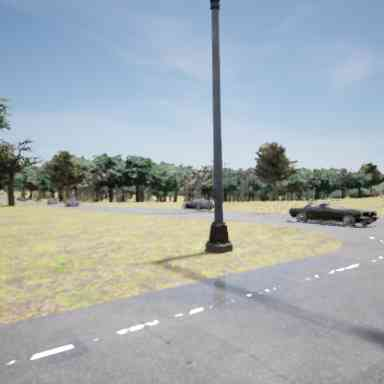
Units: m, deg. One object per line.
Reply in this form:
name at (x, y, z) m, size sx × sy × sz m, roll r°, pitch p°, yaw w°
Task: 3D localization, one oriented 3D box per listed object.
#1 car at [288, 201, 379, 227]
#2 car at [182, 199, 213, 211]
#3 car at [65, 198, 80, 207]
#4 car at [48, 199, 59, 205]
car at (8.087, 1.212, 19.313) m, size 1.895 × 1.301 × 4.718 m, roll 0°, pitch 0°, yaw -36°
car at (0.644, 1.639, 41.723) m, size 2.128 × 1.511 × 4.902 m, roll 1°, pitch -2°, yaw -36°
car at (-23.139, 2.031, 64.240) m, size 2.097 × 1.767 × 4.553 m, roll 1°, pitch -2°, yaw -30°
car at (-36.145, 2.502, 86.991) m, size 2.097 × 1.767 × 4.553 m, roll 1°, pitch -2°, yaw -32°
